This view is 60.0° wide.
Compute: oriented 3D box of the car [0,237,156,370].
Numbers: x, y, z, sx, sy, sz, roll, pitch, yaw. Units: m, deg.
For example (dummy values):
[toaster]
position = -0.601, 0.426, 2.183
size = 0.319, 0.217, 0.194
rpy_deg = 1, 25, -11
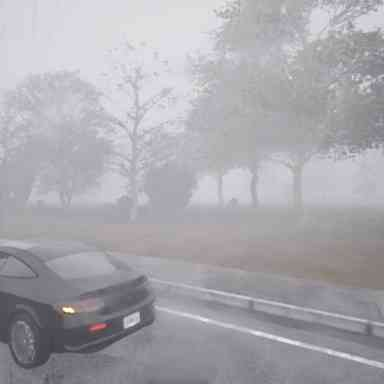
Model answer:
[car]
position = -2.715, 1.517, 5.640
size = 4.674, 1.442, 1.812
rpy_deg = 0, 0, 33
